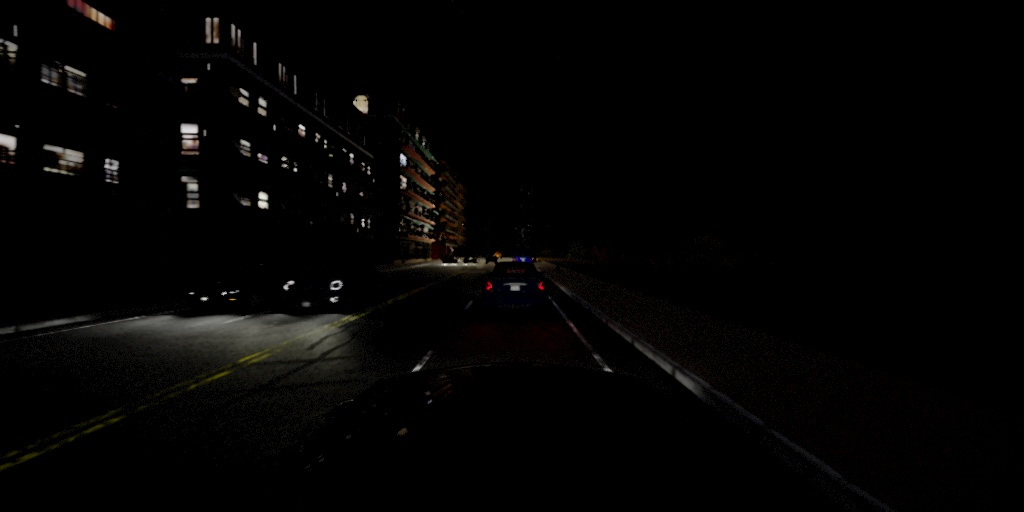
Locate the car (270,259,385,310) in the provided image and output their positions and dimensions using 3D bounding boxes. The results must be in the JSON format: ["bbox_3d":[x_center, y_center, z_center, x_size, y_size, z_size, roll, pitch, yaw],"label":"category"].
[{"bbox_3d":[-6.595,0.937,13.731,2.097,1.767,4.553,0,1,0],"label":"car"}]

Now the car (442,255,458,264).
[{"bbox_3d":[-9.787,0.552,56.924,1.994,1.385,4.181,0,1,1],"label":"car"}]

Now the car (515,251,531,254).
[{"bbox_3d":[1.141,0.456,39.513,2.150,2.045,5.566,0,1,0],"label":"car"}]

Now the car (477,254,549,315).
[{"bbox_3d":[0.100,0.949,12.854,2.097,1.767,4.553,0,1,0],"label":"car"}]

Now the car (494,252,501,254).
[{"bbox_3d":[-3.232,0.474,57.402,2.128,1.511,4.902,0,1,0],"label":"car"}]

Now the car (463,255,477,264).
[{"bbox_3d":[-6.533,0.538,56.783,2.033,1.411,5.357,0,1,1],"label":"car"}]

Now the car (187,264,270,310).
[{"bbox_3d":[-9.845,1.088,13.902,1.837,1.490,4.892,0,1,0],"label":"car"}]
